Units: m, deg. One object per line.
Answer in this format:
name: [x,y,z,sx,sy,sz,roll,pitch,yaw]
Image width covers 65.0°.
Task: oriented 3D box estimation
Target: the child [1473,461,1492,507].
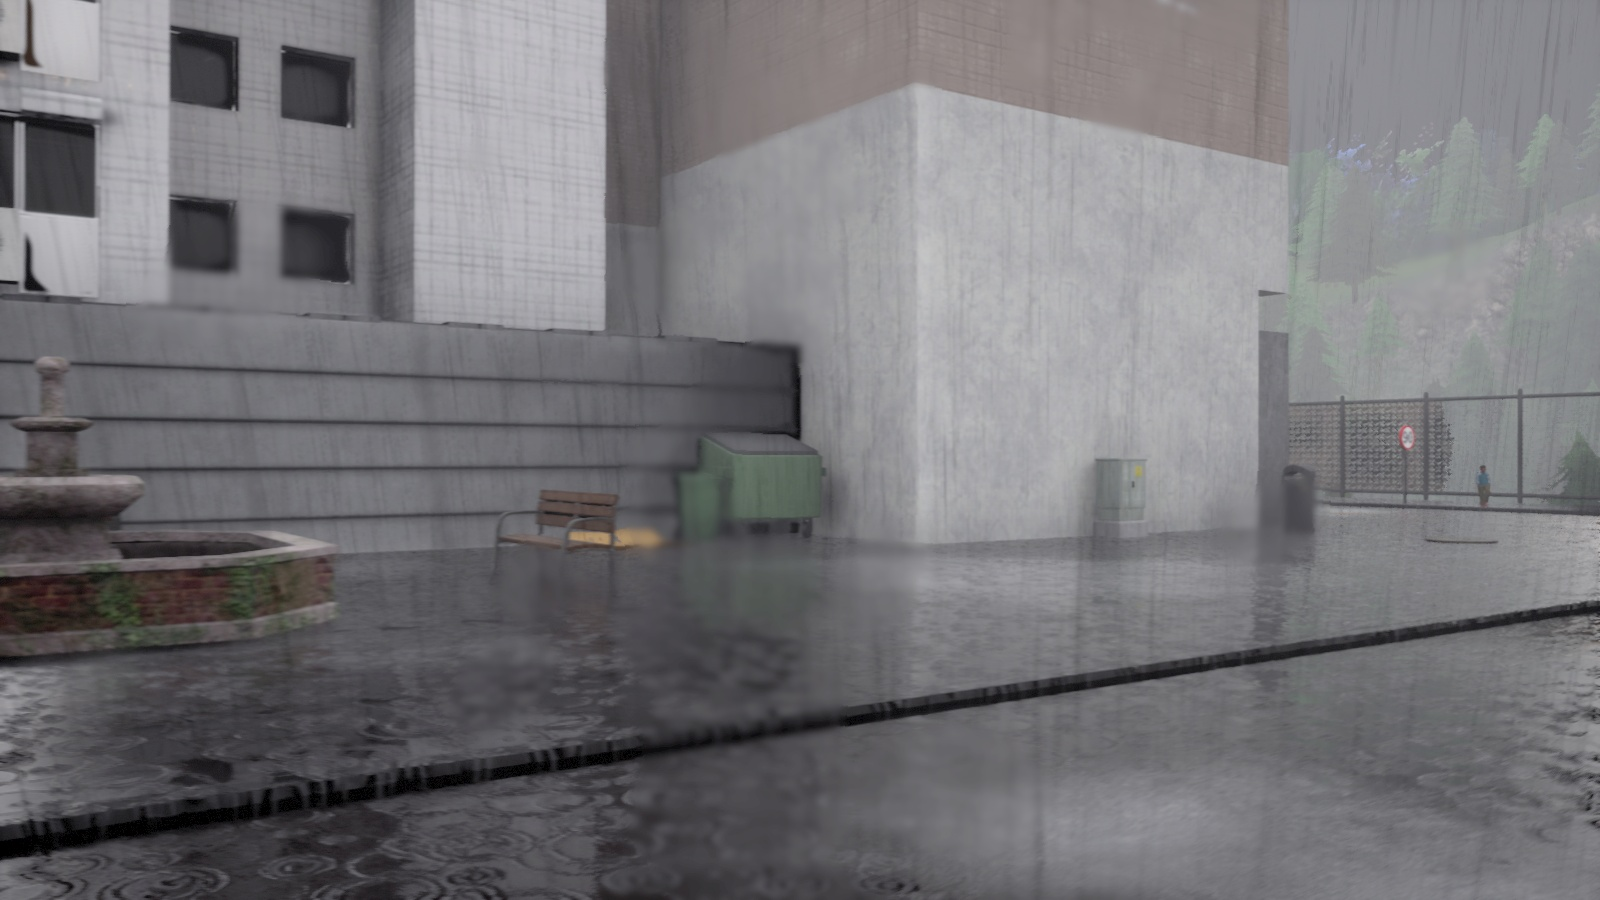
child: [18.071,0.890,33.240,0.343,1.192,0.448,0,0,15]
